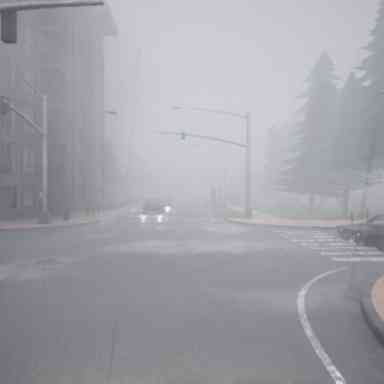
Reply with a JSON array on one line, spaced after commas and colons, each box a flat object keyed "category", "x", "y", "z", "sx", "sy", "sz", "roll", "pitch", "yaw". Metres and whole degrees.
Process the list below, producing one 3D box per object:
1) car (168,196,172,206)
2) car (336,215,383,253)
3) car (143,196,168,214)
[{"category": "car", "x": -3.935, "y": 1.269, "z": 48.141, "sx": 2.128, "sy": 1.511, "sz": 4.902, "roll": 0, "pitch": 0, "yaw": -1}, {"category": "car", "x": 8.165, "y": 1.537, "z": 12.542, "sx": 4.718, "sy": 1.301, "sz": 1.895, "roll": 0, "pitch": 0, "yaw": -3}, {"category": "car", "x": -3.838, "y": 1.321, "z": 33.940, "sx": 1.882, "sy": 1.535, "sz": 5.008, "roll": 0, "pitch": 0, "yaw": 0}]
